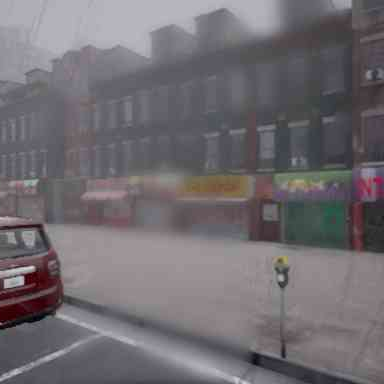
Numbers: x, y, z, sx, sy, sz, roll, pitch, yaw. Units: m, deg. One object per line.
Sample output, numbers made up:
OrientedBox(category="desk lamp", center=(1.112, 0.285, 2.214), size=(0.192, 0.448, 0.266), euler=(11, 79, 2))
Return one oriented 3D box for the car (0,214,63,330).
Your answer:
OrientedBox(category="car", center=(-4.370, 1.316, 5.936), size=(5.009, 1.841, 2.192), euler=(0, 0, 35))
